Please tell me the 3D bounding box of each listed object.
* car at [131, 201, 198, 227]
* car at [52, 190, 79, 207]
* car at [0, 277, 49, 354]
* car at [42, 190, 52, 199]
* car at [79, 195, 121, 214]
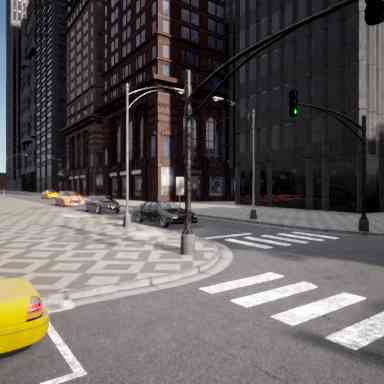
[{"bbox_3d":[-1.846,1.237,20.288,2.033,1.411,5.357,0,1,-36],"label":"car"},{"bbox_3d":[-13.414,0.682,36.367,2.097,1.767,4.553,0,1,-35],"label":"car"},{"bbox_3d":[-4.232,1.525,3.630,4.829,1.417,1.752,0,0,-35],"label":"car"},{"bbox_3d":[-24.381,0.421,57.059,1.882,1.535,5.008,0,1,-36],"label":"car"},{"bbox_3d":[-7.733,1.008,28.468,1.837,1.490,4.892,0,1,-36],"label":"car"}]
